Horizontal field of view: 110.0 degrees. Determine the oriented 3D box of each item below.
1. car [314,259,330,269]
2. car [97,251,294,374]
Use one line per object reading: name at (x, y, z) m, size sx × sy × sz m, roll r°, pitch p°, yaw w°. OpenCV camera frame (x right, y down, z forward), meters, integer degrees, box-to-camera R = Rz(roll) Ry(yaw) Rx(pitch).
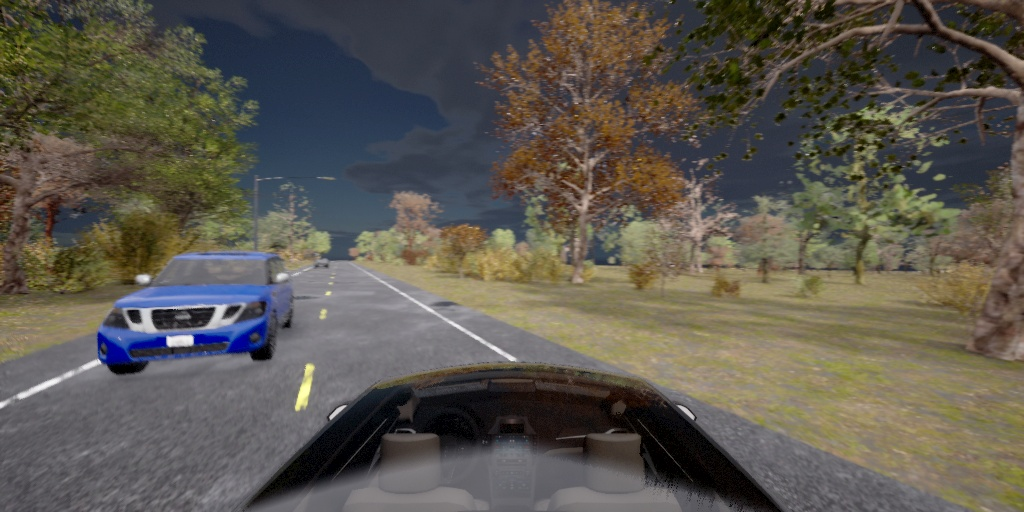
car at (-28.389, 1.136, 53.593) m, size 1.882 × 1.535 × 5.008 m, roll 1°, pitch -1°, yaw -26°
car at (-6.275, 0.922, 7.941) m, size 2.150 × 2.045 × 5.566 m, roll 1°, pitch 0°, yaw -26°
